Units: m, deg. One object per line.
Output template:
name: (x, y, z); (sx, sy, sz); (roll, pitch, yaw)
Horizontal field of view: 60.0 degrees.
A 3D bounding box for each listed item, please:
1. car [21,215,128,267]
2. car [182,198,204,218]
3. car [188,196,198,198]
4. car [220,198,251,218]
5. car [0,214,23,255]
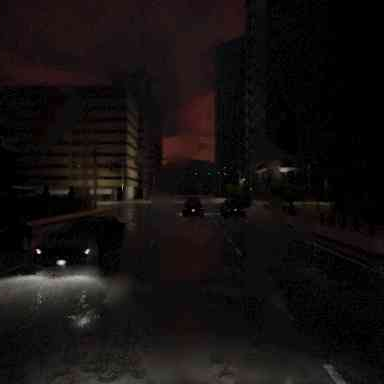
car: (-3.578, 1.550, 11.758); (2.033, 1.411, 5.357); (0, 0, 0)
car: (0.112, 1.567, 30.608); (1.994, 1.385, 4.181); (0, 0, 0)
car: (0.100, 1.335, 43.025); (2.097, 1.767, 4.553); (0, 0, 0)
car: (3.617, 1.552, 30.154); (2.033, 1.411, 5.357); (0, 0, 0)
car: (-7.081, 1.508, 11.000); (1.837, 1.490, 4.892); (0, 0, 0)
